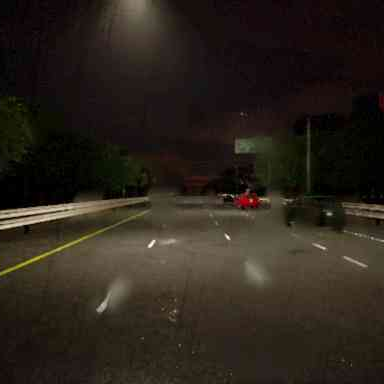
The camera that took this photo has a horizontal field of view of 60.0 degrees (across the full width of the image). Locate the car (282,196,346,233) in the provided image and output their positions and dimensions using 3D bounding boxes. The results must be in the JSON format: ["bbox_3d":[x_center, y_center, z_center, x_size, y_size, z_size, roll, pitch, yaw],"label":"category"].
[{"bbox_3d":[7.017,1.223,19.647,2.150,2.045,5.566,0,0,0],"label":"car"}]

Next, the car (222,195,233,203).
[{"bbox_3d":[7.206,1.468,67.091,1.837,1.490,4.892,0,0,0],"label":"car"}]

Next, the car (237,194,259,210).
[{"bbox_3d":[7.090,1.209,42.481,2.150,2.045,5.566,0,0,0],"label":"car"}]
